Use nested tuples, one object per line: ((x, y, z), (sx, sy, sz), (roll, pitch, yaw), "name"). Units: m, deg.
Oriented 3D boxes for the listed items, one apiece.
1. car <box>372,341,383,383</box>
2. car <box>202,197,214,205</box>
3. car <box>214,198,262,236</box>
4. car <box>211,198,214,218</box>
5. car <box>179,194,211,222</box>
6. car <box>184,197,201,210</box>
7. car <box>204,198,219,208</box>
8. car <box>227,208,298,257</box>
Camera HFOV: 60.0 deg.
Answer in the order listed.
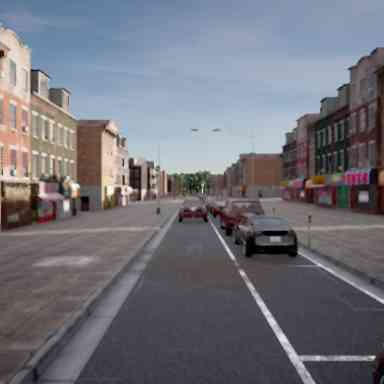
((2.635, 1.575, 1.620), (1.802, 1.307, 4.206), (0, 0, 0), "car")
((2.617, 1.471, 56.288), (1.802, 1.307, 4.206), (0, 0, 0), "car")
((2.629, 1.251, 18.019), (2.192, 1.841, 5.009), (0, 0, 0), "car")
((2.626, 1.456, 28.954), (1.887, 1.381, 4.507), (0, 0, 0), "car")
((0.087, 1.271, 25.824), (2.097, 1.767, 4.553), (0, 0, 0), "car")
((0.086, 1.442, 42.300), (2.033, 1.411, 5.357), (0, 0, 0), "car")
((2.621, 1.474, 45.355), (1.802, 1.307, 4.206), (0, 0, 0), "car")
((2.632, 1.518, 12.553), (1.947, 1.339, 4.313), (0, 0, 0), "car")
